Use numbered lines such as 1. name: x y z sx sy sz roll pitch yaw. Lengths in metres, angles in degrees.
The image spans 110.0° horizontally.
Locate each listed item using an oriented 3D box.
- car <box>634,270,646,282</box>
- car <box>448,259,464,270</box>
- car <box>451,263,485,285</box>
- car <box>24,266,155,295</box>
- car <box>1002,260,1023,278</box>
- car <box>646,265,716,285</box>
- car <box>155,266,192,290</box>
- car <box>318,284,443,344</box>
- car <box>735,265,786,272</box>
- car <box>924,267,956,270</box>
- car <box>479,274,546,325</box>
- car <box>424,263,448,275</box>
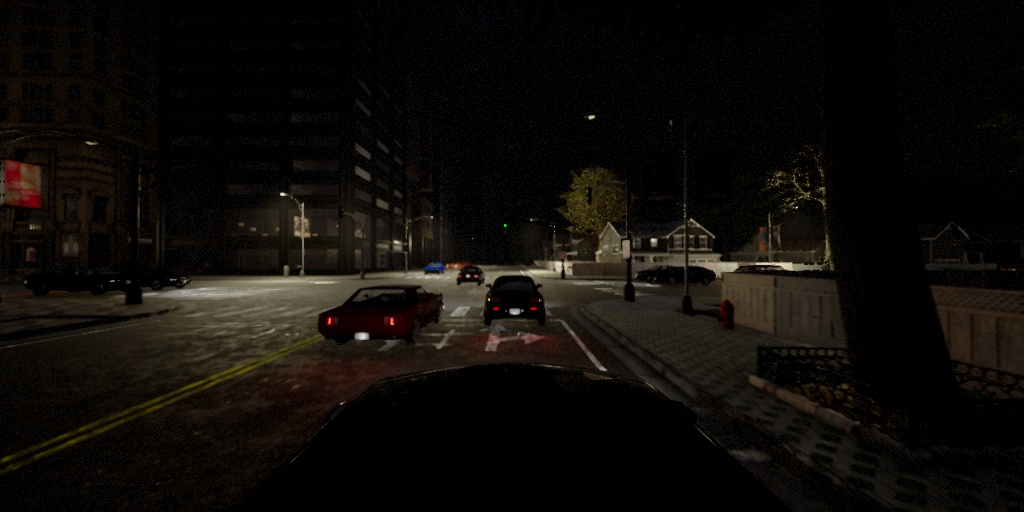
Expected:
1. car: 13.457 1.580 32.228 4.902 1.511 2.128 0 -1 -6
2. car: -9.895 1.619 60.855 2.097 1.767 4.553 0 0 0
3. car: -3.200 1.533 28.461 2.033 1.411 5.357 0 -1 0
4. car: -23.331 1.328 19.659 4.902 1.511 2.128 0 -1 -3
5. car: 43.785 1.330 29.729 5.566 2.045 2.150 0 -1 -10
6. car: 13.843 1.552 29.002 4.892 1.490 1.837 -1 -1 -6
7. car: -23.412 1.378 22.909 4.892 1.490 1.837 0 -1 -3
8. car: -3.164 1.422 9.789 1.895 1.301 4.718 0 -1 0
9. car: 16.200 1.332 22.518 4.553 1.767 2.097 0 -1 -6
10. car: 37.988 1.677 32.182 5.357 1.411 2.033 0 -1 -9
11. car: 0.078 1.367 12.116 1.812 1.442 4.674 0 -1 0
12. car: -9.916 1.621 46.242 1.882 1.535 5.008 0 0 0
